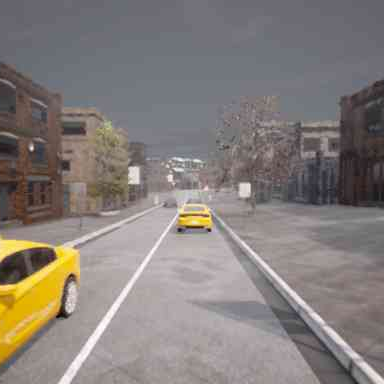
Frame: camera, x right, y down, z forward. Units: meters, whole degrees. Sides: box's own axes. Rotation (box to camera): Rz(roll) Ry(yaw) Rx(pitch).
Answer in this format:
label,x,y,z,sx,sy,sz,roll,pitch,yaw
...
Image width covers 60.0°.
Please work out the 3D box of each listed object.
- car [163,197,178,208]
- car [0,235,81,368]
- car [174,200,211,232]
label,x,y,z,sx,sy,sz,roll,pitch,yaw
car,-2.971,1.480,46.943,1.837,1.490,4.892,0,0,0
car,-3.107,1.475,4.546,1.882,1.535,5.008,0,0,0
car,0.139,1.467,20.277,1.882,1.535,5.008,0,0,0
